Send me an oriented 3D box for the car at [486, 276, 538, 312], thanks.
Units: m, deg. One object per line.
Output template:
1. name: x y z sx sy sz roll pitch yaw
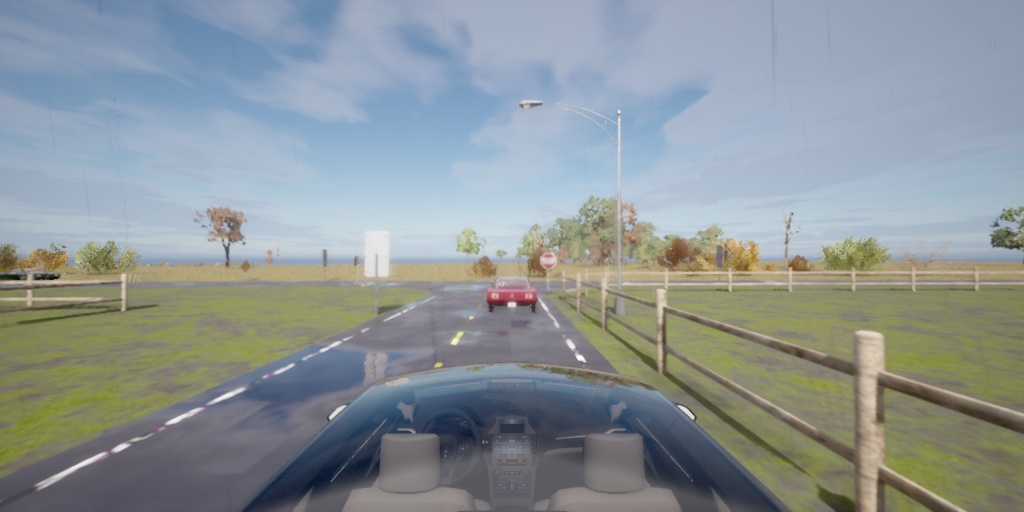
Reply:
1. car: 0.020 1.488 15.087 1.895 1.301 4.718 0 -1 1

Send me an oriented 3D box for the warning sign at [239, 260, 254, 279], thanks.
1. warning sign: -25.389 1.263 34.136 1.060 1.860 1.300 0 0 0

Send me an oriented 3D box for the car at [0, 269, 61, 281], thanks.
1. car: -43.469 1.781 31.852 4.718 1.301 1.895 0 -1 1
